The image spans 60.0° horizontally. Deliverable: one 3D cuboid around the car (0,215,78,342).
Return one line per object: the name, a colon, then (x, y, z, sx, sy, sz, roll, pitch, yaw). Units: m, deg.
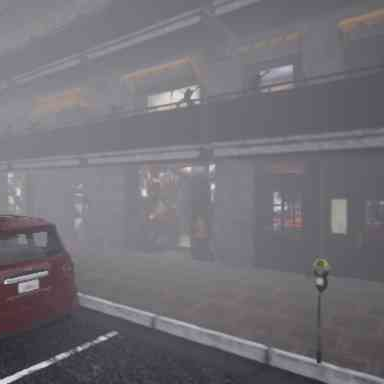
car: (-4.090, 1.328, 5.777, 5.009, 1.841, 2.192, 0, 1, 36)
